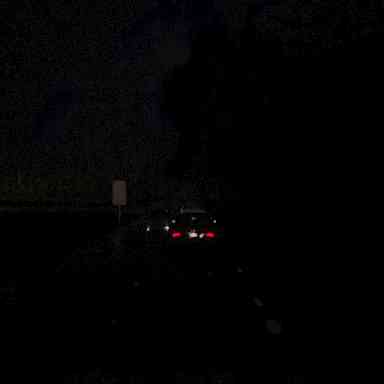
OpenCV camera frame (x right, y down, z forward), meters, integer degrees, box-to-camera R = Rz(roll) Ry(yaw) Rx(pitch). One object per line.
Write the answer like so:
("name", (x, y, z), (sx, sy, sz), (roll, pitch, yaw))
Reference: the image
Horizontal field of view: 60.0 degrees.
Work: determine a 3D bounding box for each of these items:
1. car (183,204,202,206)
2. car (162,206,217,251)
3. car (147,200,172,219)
("car", (0.039, 1.604, 26.119), (1.895, 1.301, 4.718), (0, 0, -2))
("car", (0.083, 1.568, 14.288), (2.033, 1.411, 5.357), (0, 0, 1))
("car", (-2.768, 1.474, 29.412), (1.882, 1.535, 5.008), (0, 0, 0))
